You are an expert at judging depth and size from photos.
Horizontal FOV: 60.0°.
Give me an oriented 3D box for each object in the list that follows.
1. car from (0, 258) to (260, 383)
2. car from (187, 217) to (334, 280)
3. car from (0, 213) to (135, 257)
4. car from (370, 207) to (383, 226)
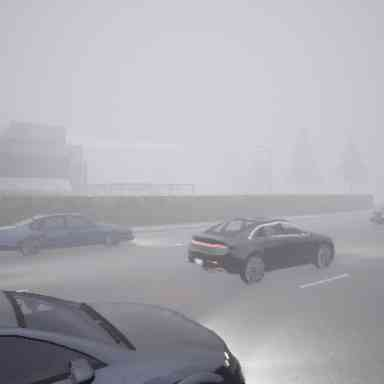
[{"bbox_3d":[-1.550,1.564,2.641,4.181,1.385,1.994,0,0,-35],"label":"car"},{"bbox_3d":[2.129,1.491,9.557,4.902,1.511,2.128,0,0,-35],"label":"car"},{"bbox_3d":[-5.026,1.547,13.054,5.357,1.411,2.033,0,0,-35],"label":"car"},{"bbox_3d":[14.050,1.547,22.346,5.357,1.411,2.033,0,0,-35],"label":"car"}]
